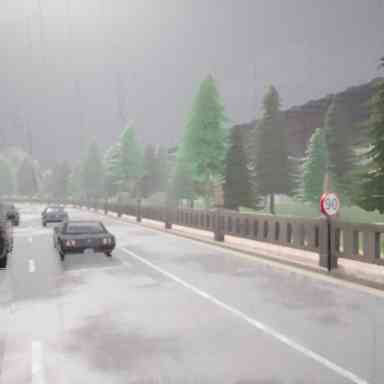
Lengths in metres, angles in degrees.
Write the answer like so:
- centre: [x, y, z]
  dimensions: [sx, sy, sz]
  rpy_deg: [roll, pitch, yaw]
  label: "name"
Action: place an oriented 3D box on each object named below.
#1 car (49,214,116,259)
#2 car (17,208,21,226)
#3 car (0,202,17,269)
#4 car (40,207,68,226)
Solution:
- centre: [-4.478, 1.755, 13.355]
  dimensions: [1.895, 1.301, 4.718]
  rpy_deg: [0, -1, -26]
  label: "car"
- centre: [-14.315, 1.637, 25.424]
  dimensions: [2.097, 1.767, 4.553]
  rpy_deg: [0, -1, -26]
  label: "car"
- centre: [-7.324, 1.351, 11.203]
  dimensions: [2.150, 2.045, 5.566]
  rpy_deg: [0, 0, -26]
  label: "car"
- centre: [-10.785, 1.846, 26.157]
  dimensions: [2.033, 1.411, 5.357]
  rpy_deg: [0, -1, -26]
  label: "car"
